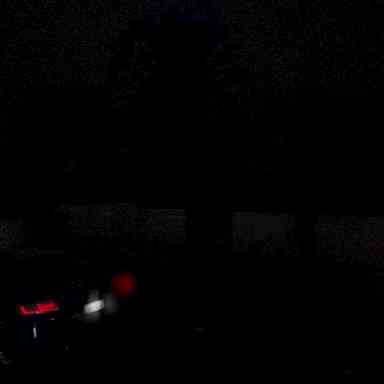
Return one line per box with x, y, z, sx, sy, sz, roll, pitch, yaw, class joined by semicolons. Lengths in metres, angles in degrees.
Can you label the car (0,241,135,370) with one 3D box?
-2.996;1.580;5.816;4.181;1.385;1.994;0;0;36;car
